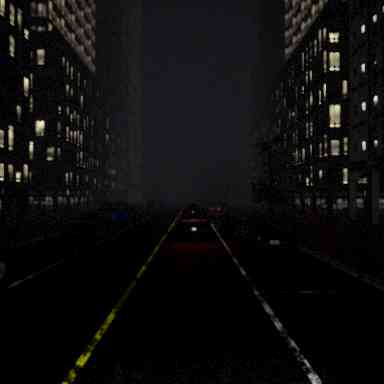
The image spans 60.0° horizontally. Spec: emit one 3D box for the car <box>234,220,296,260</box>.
[{"bbox_3d":[2.701,1.707,12.932,1.947,1.339,4.313,0,-1,0],"label":"car"}]

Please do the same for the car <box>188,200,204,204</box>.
[{"bbox_3d":[0.108,1.922,37.282,1.812,1.442,4.674,0,-1,0],"label":"car"}]

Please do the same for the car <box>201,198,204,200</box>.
[{"bbox_3d":[2.725,2.083,52.944,1.752,1.417,4.829,0,-1,0],"label":"car"}]

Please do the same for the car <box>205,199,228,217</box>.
[{"bbox_3d":[2.715,1.821,35.699,1.967,1.590,4.097,0,-1,0],"label":"car"}]

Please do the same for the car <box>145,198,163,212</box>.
[{"bbox_3d":[-5.659,1.938,47.102,1.967,1.590,4.097,0,-1,0],"label":"car"}]

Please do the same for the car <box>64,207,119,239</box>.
[{"bbox_3d":[-5.676,1.746,18.642,1.887,1.381,4.507,0,-1,0],"label":"car"}]

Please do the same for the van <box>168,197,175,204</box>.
[{"bbox_3d":[-5.631,2.299,92.638,1.690,1.788,3.998,0,-1,0],"label":"van"}]

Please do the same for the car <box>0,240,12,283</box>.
[{"bbox_3d":[-5.683,1.630,7.258,2.008,1.369,4.403,0,-1,0],"label":"car"}]

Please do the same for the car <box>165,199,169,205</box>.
[{"bbox_3d":[-5.653,2.180,58.485,1.947,1.339,4.313,0,-1,0],"label":"car"}]

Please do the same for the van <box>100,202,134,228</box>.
[{"bbox_3d":[-5.672,1.602,24.336,1.690,1.788,3.998,0,-1,0],"label":"van"}]

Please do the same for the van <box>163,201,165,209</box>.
[{"bbox_3d":[-5.655,1.897,52.796,1.690,1.788,3.998,0,-1,0],"label":"van"}]

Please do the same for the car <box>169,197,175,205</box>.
[{"bbox_3d":[-5.639,2.368,81.082,1.752,1.417,4.829,0,-1,0],"label":"car"}]

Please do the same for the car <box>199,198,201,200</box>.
[{"bbox_3d":[2.742,2.285,81.232,1.967,1.590,4.097,0,-1,0],"label":"car"}]

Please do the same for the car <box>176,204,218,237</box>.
[{"bbox_3d":[0.111,1.701,19.388,2.128,1.511,4.902,0,-1,0],"label":"car"}]

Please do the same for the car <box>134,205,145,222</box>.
[{"bbox_3d":[-5.670,1.903,30.026,1.802,1.307,4.206,0,-1,0],"label":"car"}]
